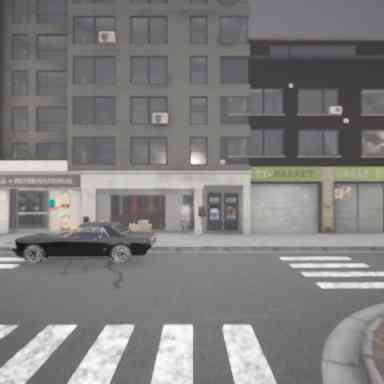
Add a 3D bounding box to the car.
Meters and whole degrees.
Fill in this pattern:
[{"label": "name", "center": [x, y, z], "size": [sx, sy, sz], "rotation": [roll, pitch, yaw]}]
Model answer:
[{"label": "car", "center": [-3.693, 1.752, 11.848], "size": [4.718, 1.301, 1.895], "rotation": [0, -1, 0]}]
